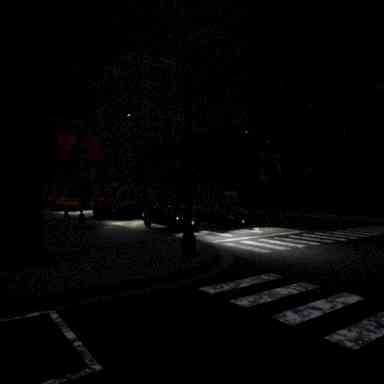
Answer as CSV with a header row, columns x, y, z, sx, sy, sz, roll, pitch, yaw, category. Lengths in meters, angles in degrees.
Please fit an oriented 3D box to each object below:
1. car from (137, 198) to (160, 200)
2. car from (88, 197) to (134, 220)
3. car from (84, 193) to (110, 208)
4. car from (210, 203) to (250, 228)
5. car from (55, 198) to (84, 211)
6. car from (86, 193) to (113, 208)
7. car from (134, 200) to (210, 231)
x,y,z,sx,sy,sz,roll,pitch,yaw,category
-3.543,1.313,29.262,2.097,1.767,4.553,0,0,-36,car
-6.816,1.441,28.248,1.882,1.535,5.008,0,0,-36,car
-12.399,1.290,41.598,2.097,1.767,4.553,0,0,-35,car
1.696,1.500,22.013,1.812,1.442,4.674,0,0,-37,car
-14.818,1.420,39.389,1.882,1.535,5.008,0,1,-35,car
-13.810,1.144,49.425,2.150,2.045,5.566,0,0,-36,car
-1.401,1.469,20.723,2.128,1.511,4.902,0,0,-36,car
